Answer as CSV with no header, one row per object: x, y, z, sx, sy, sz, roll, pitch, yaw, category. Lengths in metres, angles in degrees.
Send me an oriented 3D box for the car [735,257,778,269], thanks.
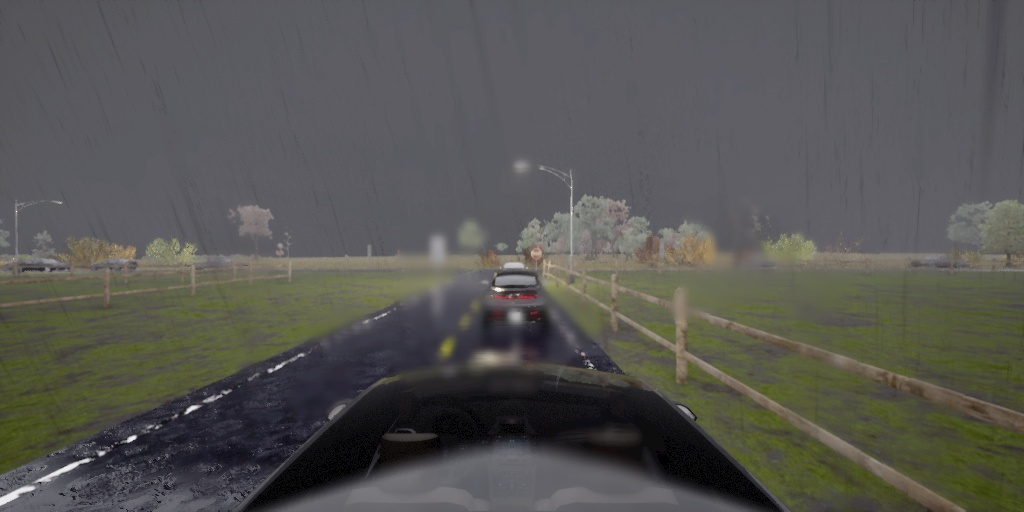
28.361,0.841,41.715,4.181,1.385,1.994,0,1,1,car

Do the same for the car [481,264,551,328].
0.110,1.162,10.991,1.837,1.490,4.892,0,1,0,car

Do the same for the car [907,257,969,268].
49.212,0.813,41.426,5.357,1.411,2.033,0,1,1,car

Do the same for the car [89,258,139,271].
-46.937,0.998,42.370,4.674,1.442,1.812,0,1,1,car

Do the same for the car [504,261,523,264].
0.129,1.069,24.397,2.033,1.411,5.357,0,1,0,car

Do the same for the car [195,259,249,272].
-31.709,1.005,39.329,5.357,1.411,2.033,0,1,1,car
